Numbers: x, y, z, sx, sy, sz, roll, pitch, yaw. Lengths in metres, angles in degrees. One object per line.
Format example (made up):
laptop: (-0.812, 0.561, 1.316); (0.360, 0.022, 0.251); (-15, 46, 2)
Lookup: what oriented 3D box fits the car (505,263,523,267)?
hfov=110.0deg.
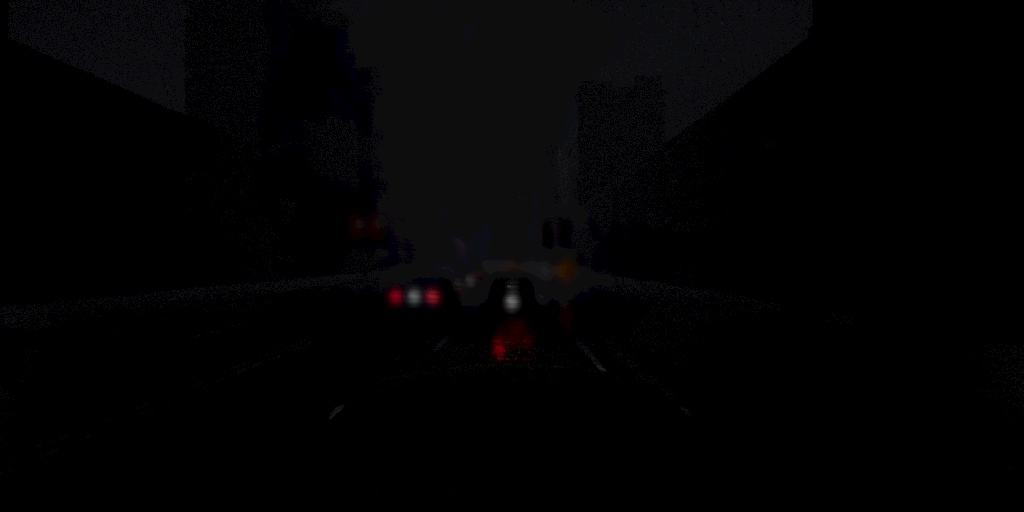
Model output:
car: (0.026, 1.537, 31.104); (1.882, 1.535, 5.008); (0, 0, 0)

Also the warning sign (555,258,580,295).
warning sign: (2.849, 1.039, 18.559); (1.300, 1.860, 1.060); (0, 0, 0)

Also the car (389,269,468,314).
car: (-3.237, 1.427, 14.389); (2.033, 1.411, 5.357); (0, -1, 0)

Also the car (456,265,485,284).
car: (-3.232, 1.650, 30.108); (1.895, 1.301, 4.718); (0, -1, 0)

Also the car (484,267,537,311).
car: (0.020, 1.397, 15.350); (1.837, 1.490, 4.892); (0, 0, 0)
